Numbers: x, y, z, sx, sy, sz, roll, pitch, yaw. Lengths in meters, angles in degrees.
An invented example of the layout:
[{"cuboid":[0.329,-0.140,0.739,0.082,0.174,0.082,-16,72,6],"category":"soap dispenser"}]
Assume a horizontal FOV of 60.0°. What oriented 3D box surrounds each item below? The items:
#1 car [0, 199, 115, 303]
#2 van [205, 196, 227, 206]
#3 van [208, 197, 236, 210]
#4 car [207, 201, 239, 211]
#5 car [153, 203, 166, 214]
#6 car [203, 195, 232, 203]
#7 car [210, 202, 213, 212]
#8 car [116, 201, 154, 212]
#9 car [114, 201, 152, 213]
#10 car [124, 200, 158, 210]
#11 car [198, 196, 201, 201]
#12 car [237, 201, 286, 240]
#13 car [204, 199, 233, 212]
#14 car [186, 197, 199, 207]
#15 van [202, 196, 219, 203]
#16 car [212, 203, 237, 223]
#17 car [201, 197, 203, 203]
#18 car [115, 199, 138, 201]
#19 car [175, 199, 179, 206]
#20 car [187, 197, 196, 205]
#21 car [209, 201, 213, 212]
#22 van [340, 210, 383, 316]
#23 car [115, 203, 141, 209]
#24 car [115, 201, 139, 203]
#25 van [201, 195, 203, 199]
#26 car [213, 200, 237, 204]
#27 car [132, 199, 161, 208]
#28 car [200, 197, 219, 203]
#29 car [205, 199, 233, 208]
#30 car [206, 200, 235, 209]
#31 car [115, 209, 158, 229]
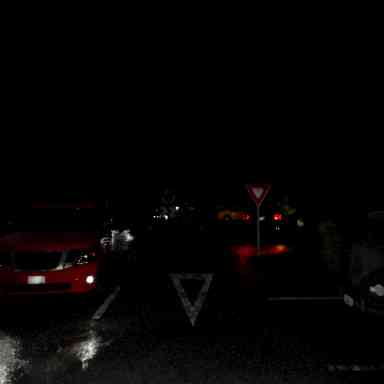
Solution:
[{"cuboid":[-3.345,1.258,8.755,2.150,2.045,5.566,1,-1,-11],"category":"car"},{"cuboid":[4.975,1.873,68.747,4.442,1.987,1.878,0,0,0],"category":"van"},{"cuboid":[4.960,1.852,55.027,4.442,1.987,1.878,0,0,0],"category":"van"},{"cuboid":[4.811,2.117,52.134,4.792,1.488,2.163,0,0,0],"category":"car"},{"cuboid":[-3.807,2.150,42.955,1.837,1.490,4.892,0,0,0],"category":"car"},{"cuboid":[4.865,1.848,49.364,5.566,2.045,2.435,0,0,0],"category":"car"},{"cuboid":[4.795,2.177,38.285,4.792,1.488,2.163,0,0,0],"category":"car"},{"cuboid":[-8.429,2.095,49.411,5.366,1.575,1.946,0,0,0],"category":"car"},{"cuboid":[-8.240,2.111,46.635,4.892,1.521,2.231,0,0,0],"category":"car"},{"cuboid":[-8.422,2.073,55.084,5.366,1.575,1.946,0,0,0],"category":"car"},{"cuboid":[4.840,1.885,77.057,5.566,2.045,2.435,0,0,0],"category":"car"},{"cuboid":[4.123,1.560,19.217,2.150,2.045,5.566,-1,-3,14],"category":"car"},{"cuboid":[4.645,2.120,43.826,5.366,1.575,1.946,0,0,0],"category":"car"},{"cuboid":[-0.133,2.105,64.069,1.837,1.490,4.892,0,0,1],"category":"car"},{"cuboid":[4.997,1.959,88.264,4.442,1.987,1.878,0,0,0],"category":"van"},{"cuboid":[4.813,2.170,32.868,5.008,1.535,2.097,0,0,0],"category":"car"},{"cuboid":[4.860,2.087,65.976,5.008,1.535,2.097,0,0,0],"category":"car"},{"cuboid":[-8.224,1.883,41.081,5.566,2.045,2.435,0,0,0],"category":"car"},{"cuboid":[-3.697,2.118,66.894,1.837,1.490,4.892,0,-1,0],"category":"car"},{"cuboid":[-0.175,1.954,74.226,1.882,1.535,5.008,0,0,0],"category":"car"},{"cuboid":[4.824,2.175,41.055,4.674,1.452,2.002,0,0,0],"category":"car"},{"cuboid":[4.925,1.277,5.776,4.442,1.987,1.878,-1,0,0],"category":"van"},{"cuboid":[-8.288,2.187,35.530,4.792,1.488,2.163,0,0,0],"category":"car"},{"cuboid":[-8.250,2.146,38.307,5.008,1.535,2.097,0,0,0],"category":"car"},{"cuboid":[4.745,1.886,71.518,4.442,1.987,1.878,0,0,0],"category":"van"},{"cuboid":[4.852,2.033,35.639,4.553,1.767,2.185,0,0,0],"category":"car"},{"cuboid":[-8.237,2.072,60.504,4.892,1.521,2.231,0,0,0],"category":"car"},{"cuboid":[4.881,2.209,93.678,5.008,1.535,2.097,0,0,0],"category":"car"},{"cuboid":[4.878,2.101,60.439,4.792,1.488,2.163,0,0,0],"category":"car"},{"cuboid":[4.875,2.101,57.799,4.792,1.488,2.163,0,0,0],"category":"car"},{"cuboid":[-4.614,2.197,25.972,1.895,1.301,4.718,-1,-2,14],"category":"car"}]
